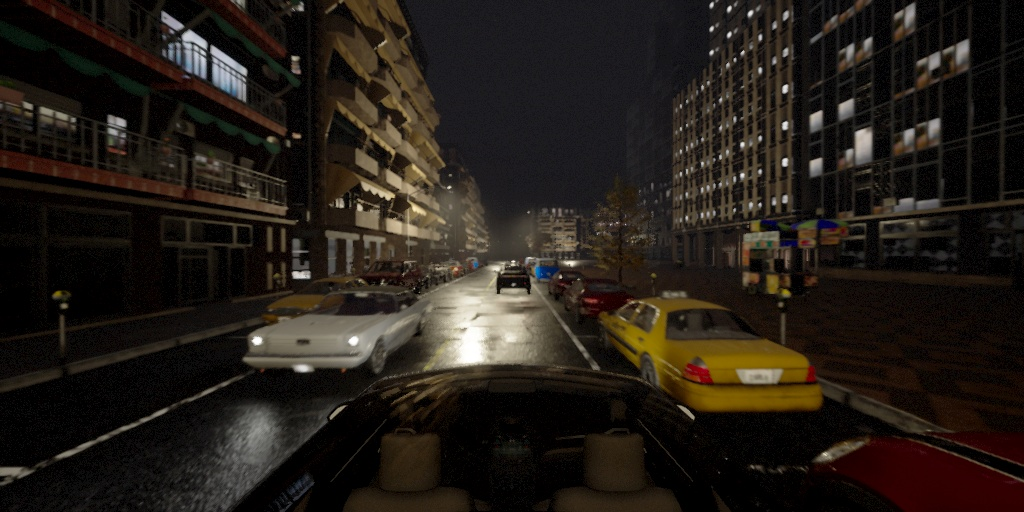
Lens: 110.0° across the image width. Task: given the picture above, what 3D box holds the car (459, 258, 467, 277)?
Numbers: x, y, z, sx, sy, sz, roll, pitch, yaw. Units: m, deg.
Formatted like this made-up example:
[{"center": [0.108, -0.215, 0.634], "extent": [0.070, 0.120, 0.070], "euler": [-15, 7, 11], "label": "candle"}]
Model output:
[{"center": [-5.700, 1.192, 33.665], "extent": [1.967, 1.591, 4.097], "euler": [0, 0, 0], "label": "car"}]

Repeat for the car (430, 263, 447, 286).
[{"center": [-5.696, 1.303, 22.613], "extent": [2.007, 1.370, 4.403], "euler": [0, 0, 0], "label": "car"}]

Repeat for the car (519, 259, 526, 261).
[{"center": [0.078, 1.235, 38.205], "extent": [2.128, 1.511, 4.902], "euler": [0, 0, 0], "label": "car"}]

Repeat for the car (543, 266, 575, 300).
[{"center": [2.686, 1.321, 17.088], "extent": [1.802, 1.307, 4.207], "euler": [0, 0, 0], "label": "car"}]

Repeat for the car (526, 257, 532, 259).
[{"center": [2.676, 1.180, 44.721], "extent": [1.967, 1.591, 4.097], "euler": [0, 0, 0], "label": "car"}]

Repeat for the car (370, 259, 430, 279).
[{"center": [-5.694, 1.068, 17.086], "extent": [2.192, 1.841, 5.009], "euler": [0, 0, 0], "label": "car"}]

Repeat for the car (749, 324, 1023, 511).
[{"center": [2.693, 1.186, 0.509], "extent": [1.967, 1.591, 4.097], "euler": [0, 0, 0], "label": "car"}]

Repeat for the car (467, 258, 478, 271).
[{"center": [-5.704, 1.301, 44.718], "extent": [1.888, 1.381, 4.507], "euler": [0, 0, 0], "label": "car"}]

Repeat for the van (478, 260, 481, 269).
[{"center": [-5.707, 1.099, 50.246], "extent": [1.690, 1.789, 3.998], "euler": [0, 0, 0], "label": "van"}]

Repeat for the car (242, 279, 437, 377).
[{"center": [-3.097, 1.354, 7.519], "extent": [1.895, 1.301, 4.718], "euler": [0, 0, 0], "label": "car"}]

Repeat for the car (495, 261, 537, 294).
[{"center": [0.082, 1.235, 20.350], "extent": [2.128, 1.511, 4.902], "euler": [0, 0, 0], "label": "car"}]

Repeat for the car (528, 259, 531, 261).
[{"center": [2.680, 1.262, 33.837], "extent": [1.751, 1.417, 4.829], "euler": [0, 0, 0], "label": "car"}]

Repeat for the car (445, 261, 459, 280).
[{"center": [-5.698, 1.302, 28.139], "extent": [2.007, 1.370, 4.403], "euler": [0, 0, 0], "label": "car"}]

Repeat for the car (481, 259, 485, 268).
[{"center": [-5.709, 1.343, 55.771], "extent": [1.802, 1.307, 4.207], "euler": [0, 0, 0], "label": "car"}]

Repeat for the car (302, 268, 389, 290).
[{"center": [-5.692, 1.281, 11.390], "extent": [1.751, 1.417, 4.829], "euler": [0, 0, 0], "label": "car"}]

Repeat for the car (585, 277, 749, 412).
[{"center": [2.690, 1.269, 6.206], "extent": [1.751, 1.417, 4.829], "euler": [0, 0, 0], "label": "car"}]

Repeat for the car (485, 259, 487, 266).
[{"center": [-5.711, 1.347, 61.298], "extent": [1.802, 1.307, 4.207], "euler": [0, 0, 0], "label": "car"}]

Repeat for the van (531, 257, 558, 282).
[{"center": [2.683, 1.078, 28.142], "extent": [1.690, 1.789, 3.998], "euler": [0, 0, 0], "label": "van"}]

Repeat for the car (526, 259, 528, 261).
[{"center": [2.678, 1.304, 39.195], "extent": [1.948, 1.339, 4.313], "euler": [0, 0, 0], "label": "car"}]

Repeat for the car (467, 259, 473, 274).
[{"center": [-5.702, 1.319, 39.192], "extent": [1.948, 1.339, 4.313], "euler": [0, 0, 0], "label": "car"}]

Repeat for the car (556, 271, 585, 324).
[{"center": [2.688, 1.323, 11.563], "extent": [1.802, 1.307, 4.207], "euler": [0, 0, 0], "label": "car"}]
